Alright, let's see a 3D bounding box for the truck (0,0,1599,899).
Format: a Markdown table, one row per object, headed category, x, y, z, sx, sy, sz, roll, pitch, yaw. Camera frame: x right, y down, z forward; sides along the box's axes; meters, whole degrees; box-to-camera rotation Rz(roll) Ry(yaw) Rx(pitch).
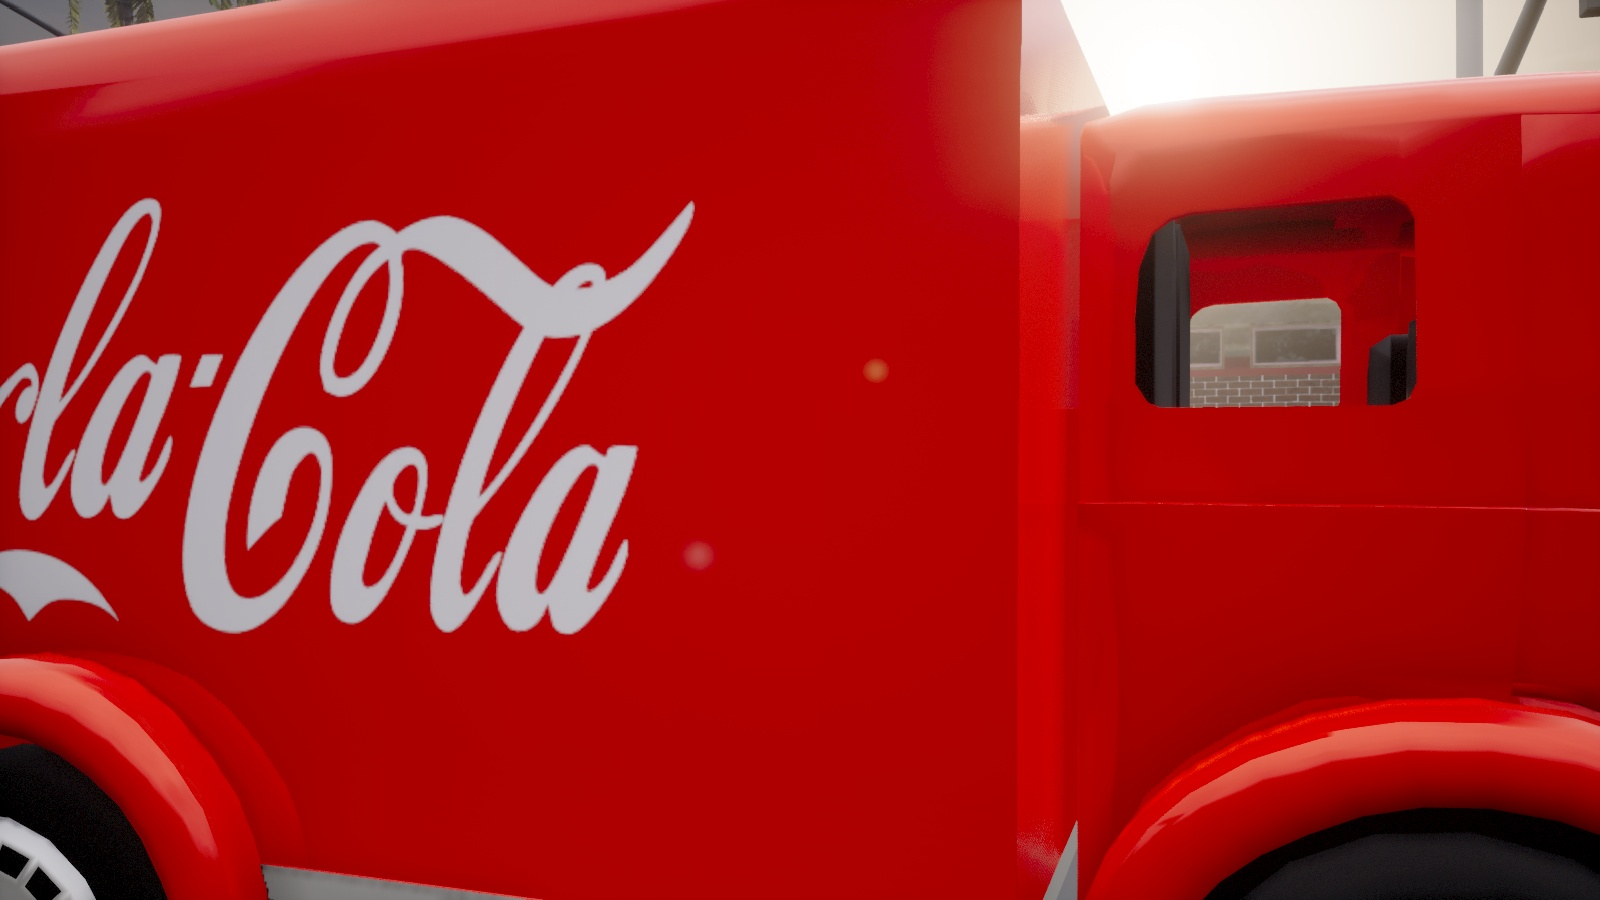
| category | x | y | z | sx | sy | sz | roll | pitch | yaw |
| --- | --- | --- | --- | --- | --- | --- | --- | --- | --- |
| truck | -0.068 | 0.283 | 3.233 | 5.204 | 2.467 | 2.627 | 1 | 1 | 20 |
